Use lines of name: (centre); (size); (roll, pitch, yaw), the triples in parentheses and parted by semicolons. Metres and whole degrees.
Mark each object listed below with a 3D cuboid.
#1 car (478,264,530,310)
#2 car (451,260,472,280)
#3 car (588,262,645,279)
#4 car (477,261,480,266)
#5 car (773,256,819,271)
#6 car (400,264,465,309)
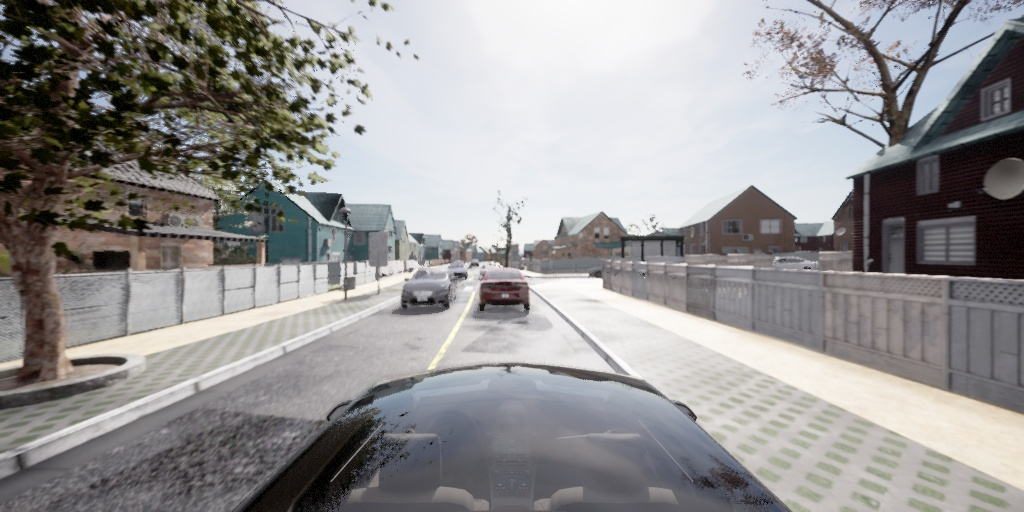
car: (-0.364, 1.237, 14.920); (1.882, 1.535, 5.008); (0, 0, -3)
car: (-4.877, 1.343, 32.289); (2.033, 1.411, 5.357); (0, 0, -7)
car: (8.112, 1.017, 27.063); (4.674, 1.442, 1.812); (-2, 0, 10)
car: (-1.931, 1.390, 32.335); (1.895, 1.301, 4.718); (0, 0, -7)
car: (18.570, 0.758, 24.958); (4.674, 1.442, 1.812); (-2, 0, 12)
car: (-3.337, 1.256, 15.154); (2.128, 1.511, 4.902); (0, 0, -4)
